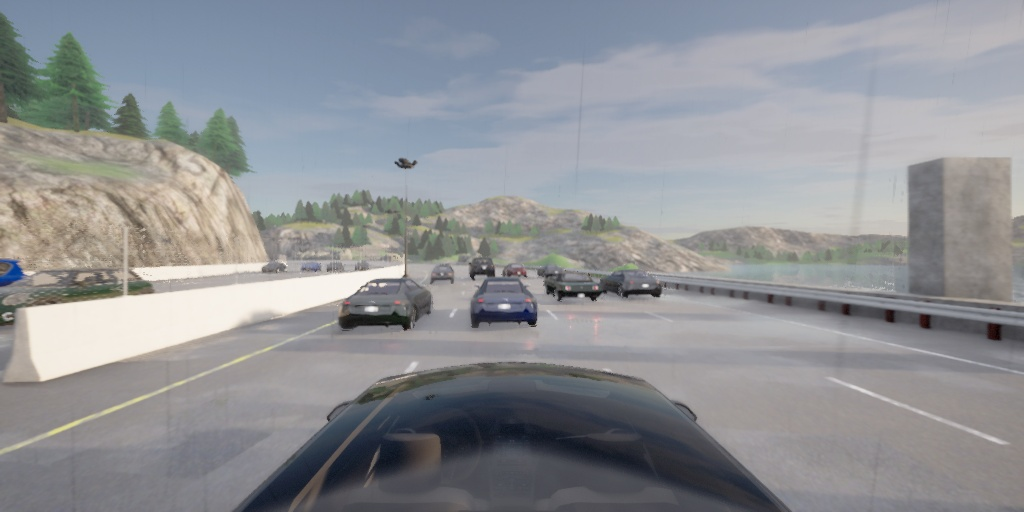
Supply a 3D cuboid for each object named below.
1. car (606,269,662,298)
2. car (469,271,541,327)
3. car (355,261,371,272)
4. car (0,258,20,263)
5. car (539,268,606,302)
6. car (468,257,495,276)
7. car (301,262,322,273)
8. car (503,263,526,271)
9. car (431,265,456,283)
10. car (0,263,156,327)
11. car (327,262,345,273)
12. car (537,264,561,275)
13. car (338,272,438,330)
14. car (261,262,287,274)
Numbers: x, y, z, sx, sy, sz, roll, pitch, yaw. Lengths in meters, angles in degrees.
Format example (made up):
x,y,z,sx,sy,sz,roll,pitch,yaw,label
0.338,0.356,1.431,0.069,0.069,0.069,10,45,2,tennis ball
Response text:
x,y,z,sx,sy,sz,roll,pitch,yaw,label
6.167,1.390,19.063,1.994,1.385,4.181,0,0,-5,car
-0.307,1.367,11.847,1.994,1.385,4.181,0,0,-3,car
-22.376,1.578,54.049,1.837,1.490,4.892,0,0,-17,car
-17.890,1.060,10.292,2.150,2.045,5.566,0,-1,-3,car
2.808,1.427,17.675,1.895,1.301,4.718,0,0,-5,car
-2.906,1.147,34.140,2.150,2.045,5.566,0,0,-10,car
-29.066,1.557,52.018,1.882,1.535,5.008,0,0,-17,car
0.249,1.454,36.132,1.812,1.442,4.674,0,0,-11,car
-5.673,1.456,29.564,2.033,1.411,5.357,0,0,-9,car
-14.508,1.187,11.645,2.097,1.767,4.553,0,0,-4,car
-25.267,1.573,51.531,1.837,1.490,4.892,0,0,-17,car
3.862,1.483,35.870,1.994,1.385,4.181,0,0,-10,car
-3.783,1.373,11.386,1.994,1.385,4.181,0,0,-3,car
-31.315,1.565,47.323,1.837,1.490,4.892,0,0,-16,car
